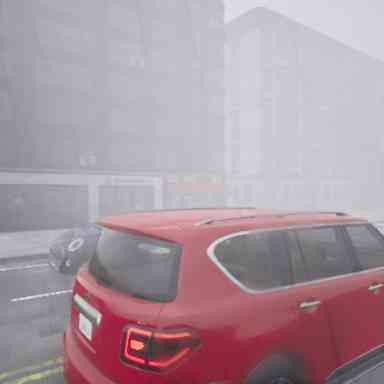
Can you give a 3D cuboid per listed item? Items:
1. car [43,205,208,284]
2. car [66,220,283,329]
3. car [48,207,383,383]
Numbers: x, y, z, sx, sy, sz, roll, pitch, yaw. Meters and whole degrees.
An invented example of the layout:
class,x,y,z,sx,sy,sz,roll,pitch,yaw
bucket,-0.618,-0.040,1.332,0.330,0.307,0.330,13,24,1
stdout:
class,x,y,z,sx,sy,sz,roll,pitch,yaw
car,-1.930,1.359,10.294,4.553,1.767,2.097,0,0,-36
car,-0.190,1.532,7.542,4.674,1.442,1.812,0,0,-36
car,1.287,1.226,4.359,5.566,2.045,2.150,0,0,-35
